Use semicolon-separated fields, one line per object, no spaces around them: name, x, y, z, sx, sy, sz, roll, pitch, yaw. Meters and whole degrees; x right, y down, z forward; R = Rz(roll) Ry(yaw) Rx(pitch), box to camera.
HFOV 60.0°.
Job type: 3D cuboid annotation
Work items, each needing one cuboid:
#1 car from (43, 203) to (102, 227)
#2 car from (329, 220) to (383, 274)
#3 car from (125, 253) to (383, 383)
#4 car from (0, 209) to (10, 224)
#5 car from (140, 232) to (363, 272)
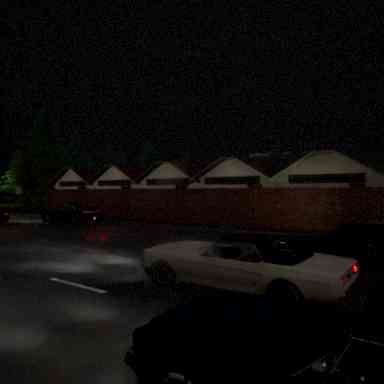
car;-8.208;1.467;22.669;4.902;1.511;2.128;0;0;35
car;4.711;1.524;9.270;4.674;1.442;1.812;0;0;35
car;1.647;1.601;2.864;4.718;1.301;1.895;0;0;35
car;-14.666;1.516;22.942;5.357;1.411;2.033;0;0;35
car;1.067;1.597;7.557;4.718;1.301;1.895;0;0;35
